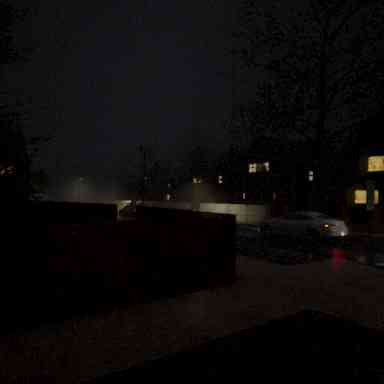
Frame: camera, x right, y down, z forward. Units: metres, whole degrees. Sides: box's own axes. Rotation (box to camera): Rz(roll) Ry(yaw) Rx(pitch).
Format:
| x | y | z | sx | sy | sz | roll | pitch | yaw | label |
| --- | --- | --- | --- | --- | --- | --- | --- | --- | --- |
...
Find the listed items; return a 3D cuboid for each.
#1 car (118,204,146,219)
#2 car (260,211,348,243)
| x | y | z | sx | sy | sz | roll | pitch | yaw | label |
| --- | --- | --- | --- | --- | --- | --- | --- | --- | --- |
| -5.892 | 1.951 | 33.787 | 1.812 | 1.442 | 4.674 | 2 | -2 | -35 | car |
| 5.679 | 1.733 | 17.353 | 1.812 | 1.442 | 4.674 | 2 | -2 | -35 | car |
